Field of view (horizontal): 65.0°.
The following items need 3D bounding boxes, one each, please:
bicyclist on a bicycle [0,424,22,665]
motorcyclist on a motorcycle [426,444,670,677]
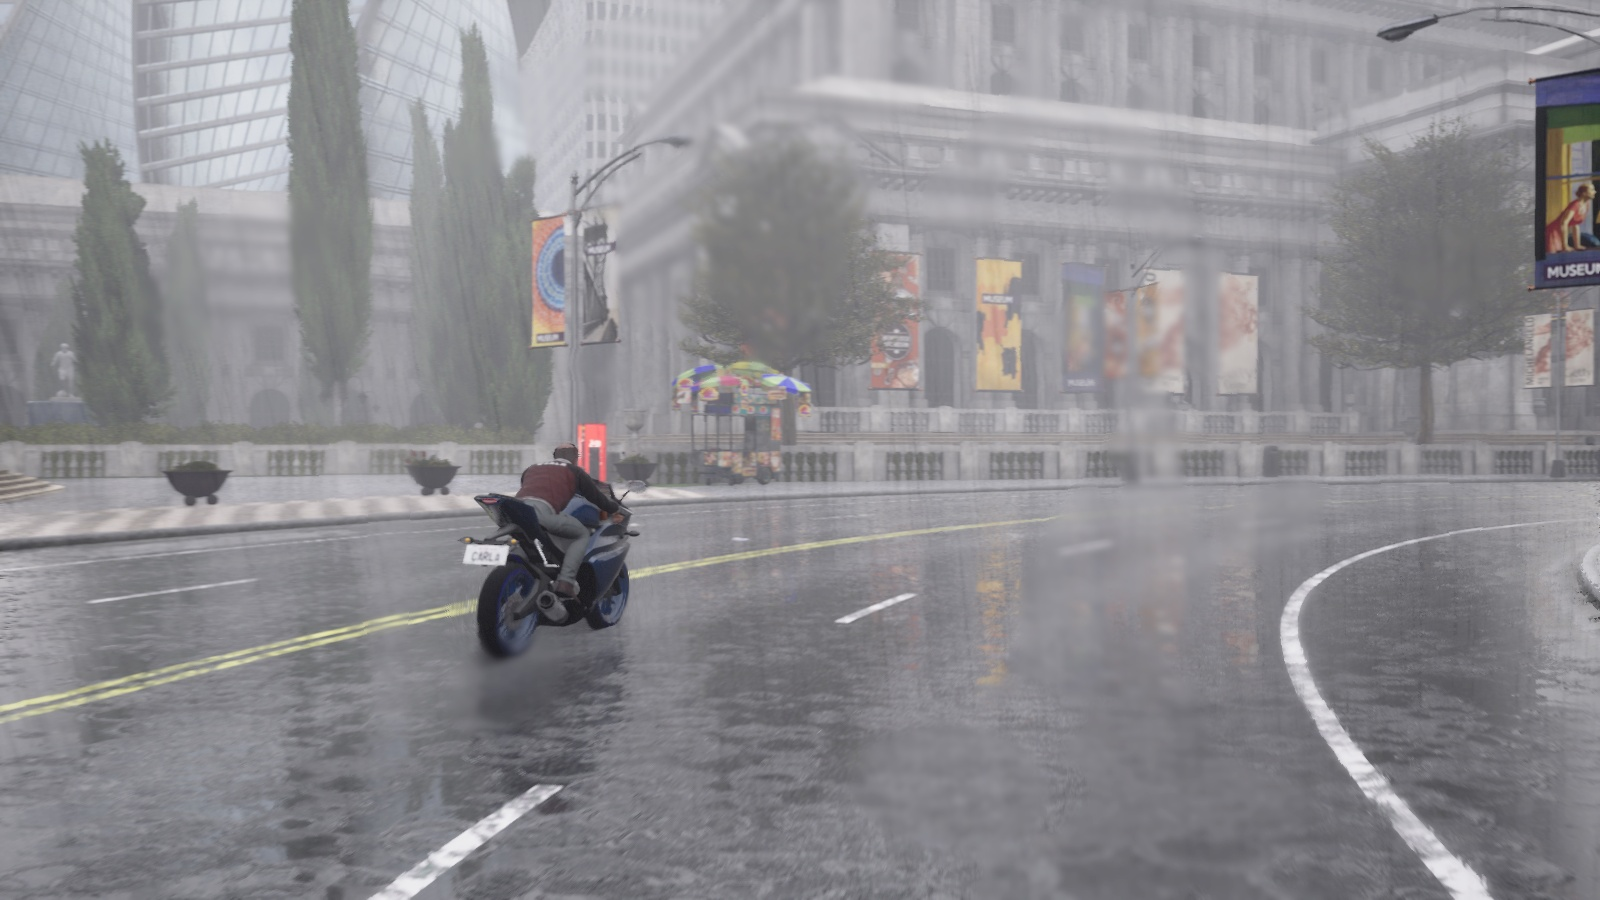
[{"bbox_3d":[-5.818,0.642,7.880,0.582,1.620,1.656,1,1,14],"label":"bicyclist on a bicycle"},{"bbox_3d":[-1.810,0.724,9.459,0.866,1.530,2.191,1,0,16],"label":"motorcyclist on a motorcycle"}]
